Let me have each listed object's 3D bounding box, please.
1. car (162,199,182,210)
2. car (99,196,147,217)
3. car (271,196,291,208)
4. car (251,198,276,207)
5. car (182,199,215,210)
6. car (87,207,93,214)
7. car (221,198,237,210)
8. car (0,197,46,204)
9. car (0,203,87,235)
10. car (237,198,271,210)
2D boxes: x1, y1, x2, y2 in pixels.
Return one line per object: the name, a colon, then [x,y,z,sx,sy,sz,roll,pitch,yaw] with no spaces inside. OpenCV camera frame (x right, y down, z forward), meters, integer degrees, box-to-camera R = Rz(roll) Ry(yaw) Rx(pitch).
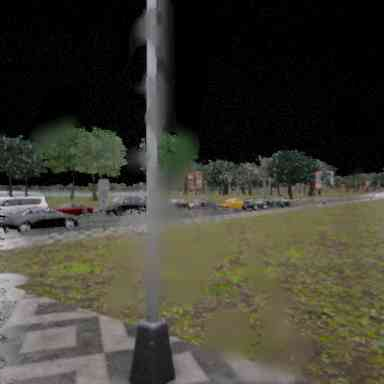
car: [-2.220,1.714,47.039,1.812,1.442,4.674,0,0,36]
car: [-7.034,1.403,34.834,2.150,2.045,5.566,0,0,36]
car: [14.157,1.514,52.966,2.097,1.767,4.553,0,0,36]
car: [12.022,1.718,55.563,2.033,1.411,5.357,0,0,36]
car: [1.329,1.672,46.392,2.128,1.511,4.902,0,0,36]
car: [-12.308,1.790,33.075,1.895,1.301,4.718,0,0,36]
car: [5.963,1.649,47.062,1.882,1.535,5.008,0,0,36]
car: [-13.789,1.403,25.449,2.150,2.045,5.566,0,0,36]
car: [-9.315,1.656,20.368,2.128,1.511,4.902,0,0,36]
car: [8.440,1.668,44.941,1.837,1.490,4.892,0,0,36]
